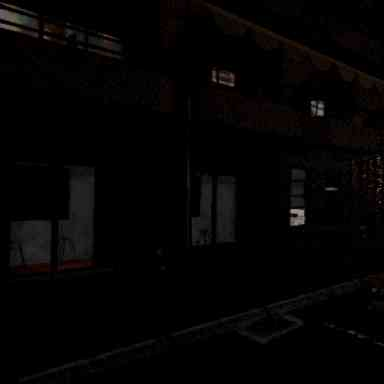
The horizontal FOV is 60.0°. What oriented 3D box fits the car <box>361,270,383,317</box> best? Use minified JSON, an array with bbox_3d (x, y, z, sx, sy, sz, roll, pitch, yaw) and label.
[{"bbox_3d":[5.042,1.499,6.283,4.829,1.417,1.752,0,2,-35],"label":"car"}]
